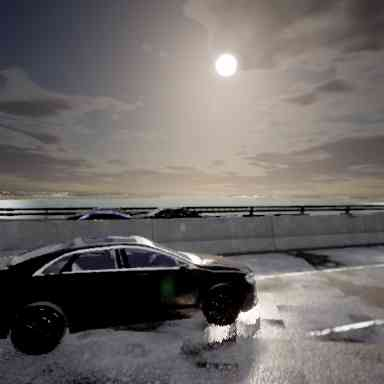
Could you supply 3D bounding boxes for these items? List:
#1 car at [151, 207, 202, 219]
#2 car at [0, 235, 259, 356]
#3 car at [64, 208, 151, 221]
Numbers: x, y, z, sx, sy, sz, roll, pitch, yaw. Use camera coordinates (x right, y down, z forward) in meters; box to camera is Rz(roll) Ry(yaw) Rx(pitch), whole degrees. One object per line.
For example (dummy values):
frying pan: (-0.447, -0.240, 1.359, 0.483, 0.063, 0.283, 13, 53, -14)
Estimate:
car: (-1.682, 1.711, 21.011, 4.892, 1.490, 1.837, 0, -1, -21)
car: (-1.156, 1.547, 5.956, 4.902, 1.511, 2.128, 1, -1, -22)
car: (-4.635, 1.668, 16.086, 4.674, 1.442, 1.812, 0, -1, -22)
